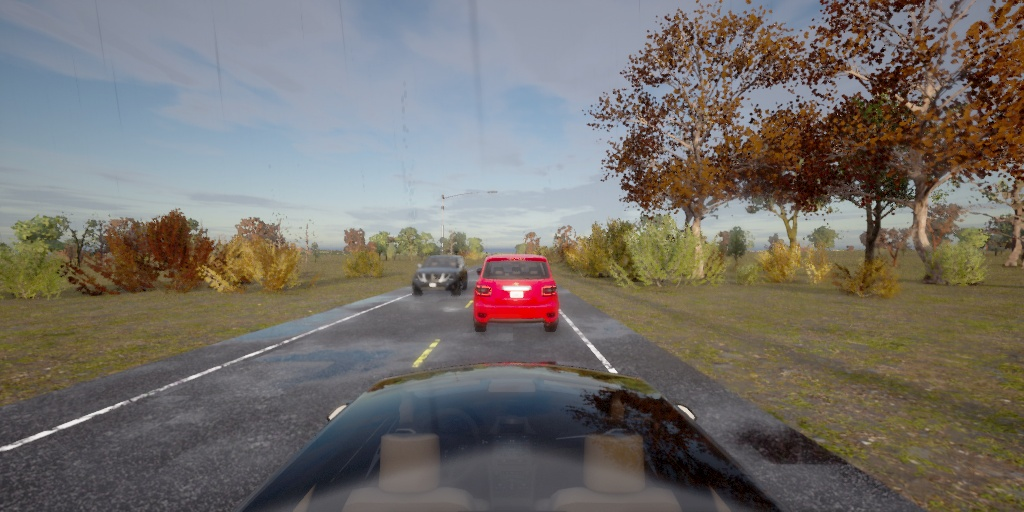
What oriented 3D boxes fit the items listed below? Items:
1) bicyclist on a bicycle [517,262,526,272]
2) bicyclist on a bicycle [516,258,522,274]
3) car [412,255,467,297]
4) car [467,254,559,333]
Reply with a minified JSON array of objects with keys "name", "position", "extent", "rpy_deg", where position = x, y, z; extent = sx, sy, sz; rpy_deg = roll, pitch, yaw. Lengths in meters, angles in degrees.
[{"name":"bicyclist on a bicycle","position":[0.874,1.114,30.001],"extent":[0.659,1.776,1.843],"rpy_deg":[0,0,0]},{"name":"bicyclist on a bicycle","position":[0.803,1.112,40.014],"extent":[0.659,1.776,1.843],"rpy_deg":[0,0,0]},{"name":"car","position":[-3.639,0.968,19.138],"extent":[2.150,2.045,5.566],"rpy_deg":[0,0,0]},{"name":"car","position":[0.083,0.970,10.926],"extent":[2.150,2.045,5.566],"rpy_deg":[0,0,-1]}]
